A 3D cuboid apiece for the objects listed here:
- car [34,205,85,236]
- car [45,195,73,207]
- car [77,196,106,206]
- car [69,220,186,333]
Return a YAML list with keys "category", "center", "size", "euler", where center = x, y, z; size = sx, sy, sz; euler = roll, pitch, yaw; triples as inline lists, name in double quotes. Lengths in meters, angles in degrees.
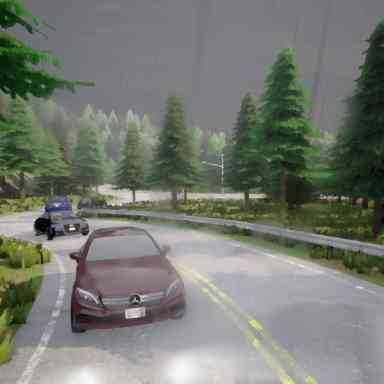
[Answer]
- category: "car"
  center: [-7.090, 1.663, 17.867]
  size: [1.994, 1.385, 4.181]
  euler: [-4, 2, -38]
- category: "car"
  center: [-12.885, 1.326, 32.238]
  size: [2.150, 2.045, 5.566]
  euler: [-1, 0, -18]
- category: "car"
  center: [-12.749, 1.289, 42.830]
  size: [2.097, 1.767, 4.553]
  euler: [2, 2, 13]
- category: "car"
  center: [-1.526, 1.523, 7.103]
  size: [1.812, 1.442, 4.674]
  euler: [-2, 0, -17]
